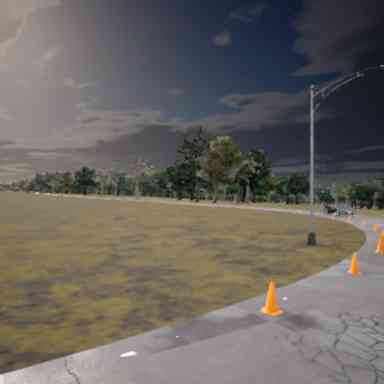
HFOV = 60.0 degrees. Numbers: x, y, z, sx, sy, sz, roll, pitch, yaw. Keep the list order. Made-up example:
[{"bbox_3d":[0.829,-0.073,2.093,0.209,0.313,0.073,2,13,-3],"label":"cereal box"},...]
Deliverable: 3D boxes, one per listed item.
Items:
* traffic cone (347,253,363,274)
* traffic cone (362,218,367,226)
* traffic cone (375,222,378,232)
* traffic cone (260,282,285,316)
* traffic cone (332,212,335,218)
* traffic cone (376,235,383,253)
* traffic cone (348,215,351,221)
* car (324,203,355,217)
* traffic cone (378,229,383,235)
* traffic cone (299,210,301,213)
[{"bbox_3d":[4.846,2.103,9.881,0.340,0.580,0.340,0,-1,41],"label":"traffic cone"},{"bbox_3d":[13.702,2.369,26.416,0.340,0.580,0.340,1,-1,16],"label":"traffic cone"},{"bbox_3d":[12.186,2.304,21.941,0.340,0.580,0.340,0,-1,22],"label":"traffic cone"},{"bbox_3d":[1.566,2.045,6.479,0.340,0.580,0.340,1,-1,-43],"label":"traffic cone"},{"bbox_3d":[15.217,2.483,35.729,0.340,0.580,0.340,1,-1,3],"label":"traffic cone"},{"bbox_3d":[7.731,2.167,13.623,0.340,0.580,0.340,0,-1,34],"label":"traffic cone"},{"bbox_3d":[14.716,2.430,31.031,0.340,0.580,0.340,1,-1,9],"label":"traffic cone"},{"bbox_3d":[17.059,2.075,38.619,2.128,1.511,4.902,1,-1,-2],"label":"car"},{"bbox_3d":[10.188,2.236,17.659,0.340,0.580,0.340,0,-1,28],"label":"traffic cone"},{"bbox_3d":[14.662,2.559,45.149,0.340,0.580,0.340,1,0,-10],"label":"traffic cone"}]
